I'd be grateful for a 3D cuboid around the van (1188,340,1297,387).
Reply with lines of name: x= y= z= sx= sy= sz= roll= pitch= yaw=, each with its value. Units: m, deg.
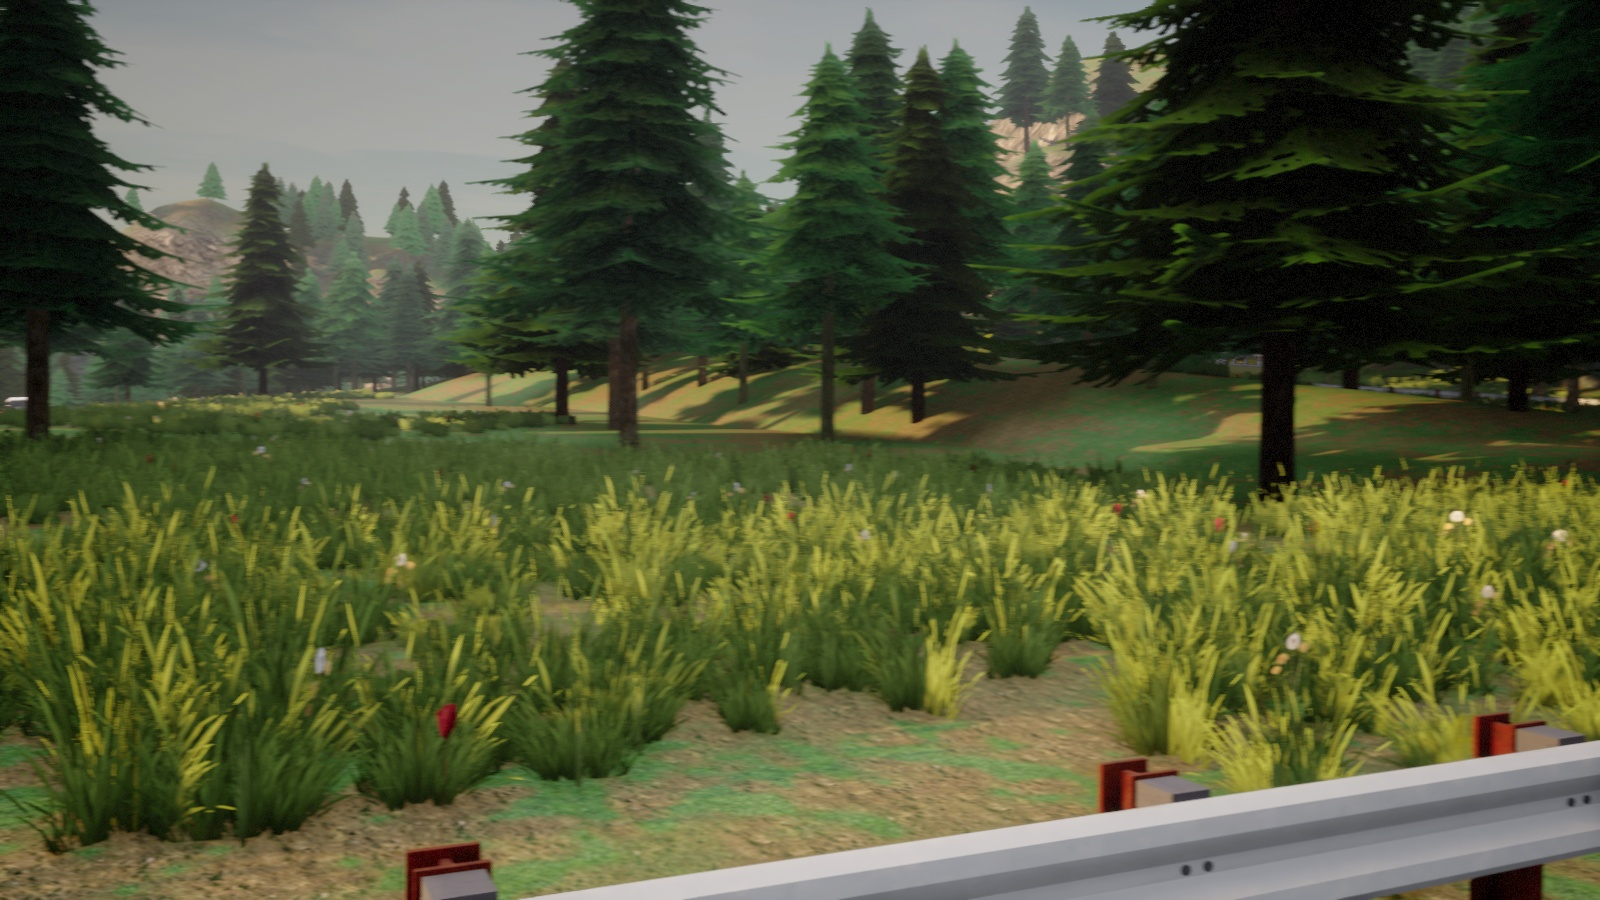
van: x=21.148 y=-4.170 z=60.168 sx=4.442 sy=1.987 sz=1.775 roll=7 pitch=6 yaw=42
